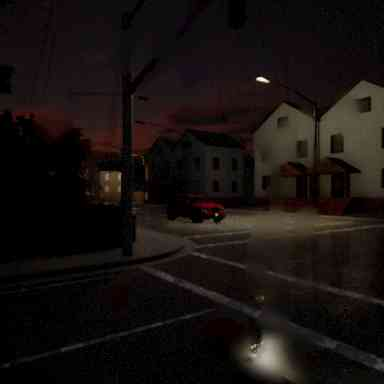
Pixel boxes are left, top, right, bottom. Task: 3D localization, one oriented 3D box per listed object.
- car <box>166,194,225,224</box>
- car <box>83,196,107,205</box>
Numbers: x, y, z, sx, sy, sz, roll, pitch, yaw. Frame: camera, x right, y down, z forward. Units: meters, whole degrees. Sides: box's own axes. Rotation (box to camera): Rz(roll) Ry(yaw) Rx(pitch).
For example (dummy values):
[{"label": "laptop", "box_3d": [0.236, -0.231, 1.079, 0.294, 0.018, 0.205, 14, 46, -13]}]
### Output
[{"label": "car", "box_3d": [0.111, 1.201, 25.178, 2.150, 2.045, 5.566, 0, 0, -35]}, {"label": "car", "box_3d": [-12.665, 1.332, 43.193, 2.097, 1.767, 4.553, 0, 0, -35]}]
